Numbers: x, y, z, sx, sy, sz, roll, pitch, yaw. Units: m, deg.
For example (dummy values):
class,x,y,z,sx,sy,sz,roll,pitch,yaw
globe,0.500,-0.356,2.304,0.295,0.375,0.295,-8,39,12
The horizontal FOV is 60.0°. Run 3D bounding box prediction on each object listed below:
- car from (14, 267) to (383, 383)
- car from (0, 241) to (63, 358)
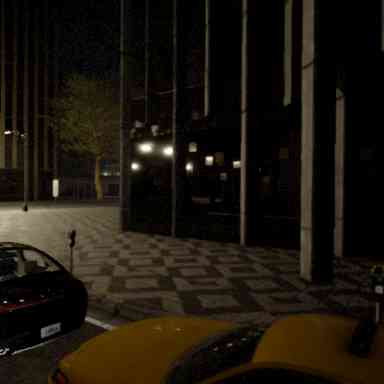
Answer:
class,x,y,z,sx,sy,sz,roll,pitch,yaw
car,0.892,1.520,2.328,4.829,1.417,1.752,1,1,35
car,-3.570,1.501,5.493,4.403,1.369,2.008,1,1,35
